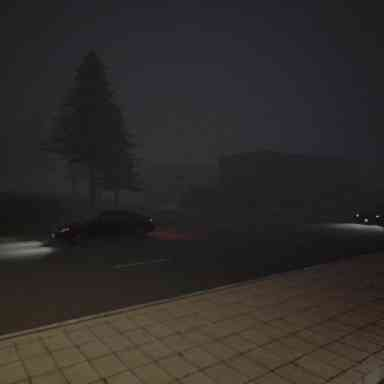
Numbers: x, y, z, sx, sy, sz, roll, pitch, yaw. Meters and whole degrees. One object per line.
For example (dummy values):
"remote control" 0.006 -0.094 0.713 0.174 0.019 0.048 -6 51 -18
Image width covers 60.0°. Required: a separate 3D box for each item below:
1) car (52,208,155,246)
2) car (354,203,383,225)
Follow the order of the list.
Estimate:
"car" -3.932 1.508 15.298 4.674 1.442 1.812 -1 0 -36
"car" 13.649 1.467 23.444 5.357 1.411 2.033 0 0 -35
